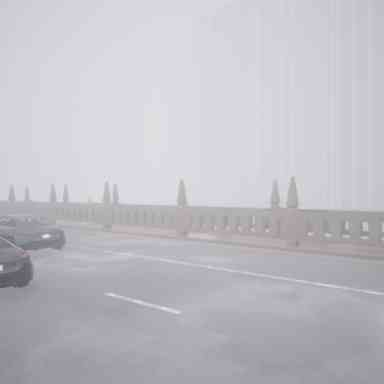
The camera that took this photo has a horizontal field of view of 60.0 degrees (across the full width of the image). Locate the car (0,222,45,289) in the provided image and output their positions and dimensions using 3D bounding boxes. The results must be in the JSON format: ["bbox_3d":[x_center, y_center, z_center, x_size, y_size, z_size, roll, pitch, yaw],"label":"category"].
[{"bbox_3d":[-5.724,1.571,8.083,4.181,1.385,1.994,0,0,36],"label":"car"}]

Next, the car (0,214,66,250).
[{"bbox_3d":[-6.917,1.575,13.236,4.181,1.385,1.994,0,0,36],"label":"car"}]
